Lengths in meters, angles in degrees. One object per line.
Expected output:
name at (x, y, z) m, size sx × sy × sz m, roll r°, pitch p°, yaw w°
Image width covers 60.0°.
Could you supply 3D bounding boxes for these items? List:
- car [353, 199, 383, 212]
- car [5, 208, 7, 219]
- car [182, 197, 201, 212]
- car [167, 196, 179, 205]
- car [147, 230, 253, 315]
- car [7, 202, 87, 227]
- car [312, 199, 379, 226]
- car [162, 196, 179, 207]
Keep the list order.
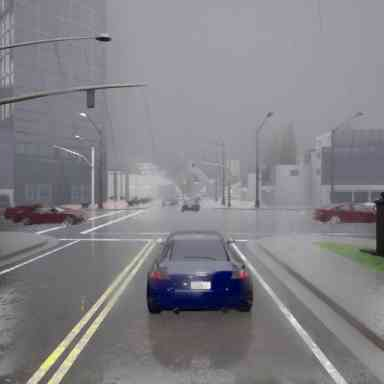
car at (20.760, 1.477, 37.085) m, size 4.674 × 1.442 × 1.812 m, roll 0°, pitch 0°, yaw -2°
car at (-11.939, 1.542, 26.169) m, size 5.008 × 1.535 × 1.882 m, roll -1°, pitch 0°, yaw -1°
car at (-0.128, 1.578, 39.755) m, size 1.994 × 1.385 × 4.181 m, roll 0°, pitch 0°, yaw 3°
car at (-3.516, 1.505, 61.561) m, size 1.837 × 1.490 × 4.892 m, roll 0°, pitch 0°, yaw 1°
car at (0.091, 1.564, 7.685) m, size 1.994 × 1.385 × 4.181 m, roll 0°, pitch 0°, yaw -2°
car at (-9.569, 1.573, 22.649) m, size 4.674 × 1.442 × 1.812 m, roll 0°, pitch 0°, yaw 0°
car at (10.871, 1.470, 22.800) m, size 5.008 × 1.535 × 1.882 m, roll 0°, pitch 0°, yaw 0°
car at (-3.566, 1.491, 51.162) m, size 2.128 × 1.511 × 4.902 m, roll 0°, pitch 0°, yaw 0°
